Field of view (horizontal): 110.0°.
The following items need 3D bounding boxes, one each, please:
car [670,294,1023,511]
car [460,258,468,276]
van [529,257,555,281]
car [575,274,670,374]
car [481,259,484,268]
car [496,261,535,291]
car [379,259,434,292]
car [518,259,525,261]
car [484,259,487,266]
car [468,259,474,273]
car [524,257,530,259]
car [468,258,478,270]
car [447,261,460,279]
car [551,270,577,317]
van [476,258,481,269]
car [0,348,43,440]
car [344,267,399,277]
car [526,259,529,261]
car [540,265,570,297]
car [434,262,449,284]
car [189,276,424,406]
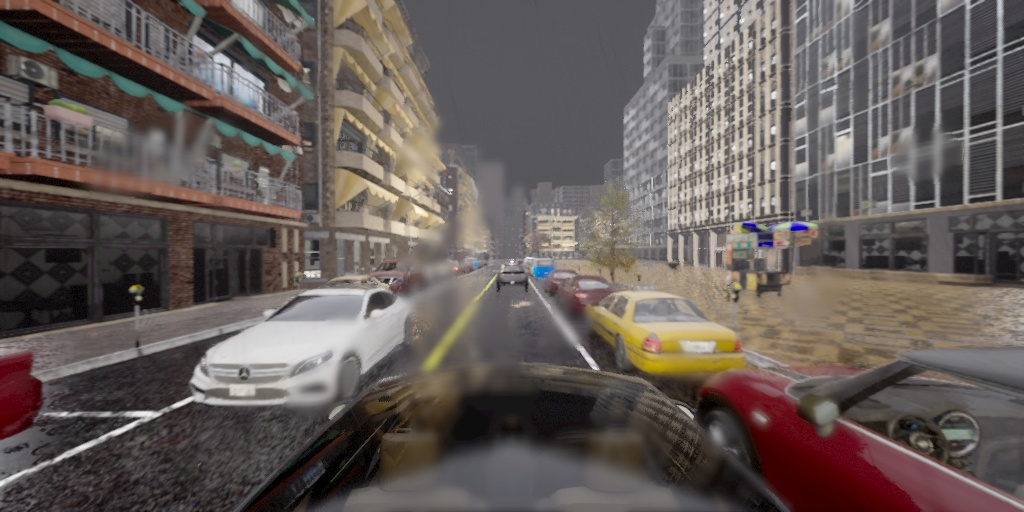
[{"bbox_3d":[2.695,1.182,1.761,1.967,1.591,4.097,0,0,0],"label":"car"},{"bbox_3d":[-5.805,1.209,34.890,1.967,1.591,4.097,0,0,0],"label":"car"},{"bbox_3d":[2.595,1.082,29.394,1.690,1.789,3.998,0,0,0],"label":"van"},{"bbox_3d":[2.674,1.266,7.458,1.751,1.417,4.829,0,0,0],"label":"car"},{"bbox_3d":[-5.886,1.367,56.996,1.802,1.307,4.207,0,0,0],"label":"car"},{"bbox_3d":[0.019,1.241,21.907,2.128,1.511,4.902,0,0,0],"label":"car"},{"bbox_3d":[-5.746,1.080,18.311,2.192,1.841,5.009,0,0,0],"label":"car"},{"bbox_3d":[-0.045,1.246,38.866,2.128,1.511,4.902,0,0,0],"label":"car"},{"bbox_3d":[-5.906,1.373,62.522,1.802,1.307,4.207,0,0,0],"label":"car"},{"bbox_3d":[-5.825,1.338,40.417,1.948,1.339,4.313,0,0,0],"label":"car"},{"bbox_3d":[2.535,1.190,45.974,1.967,1.591,4.097,0,0,0],"label":"car"},{"bbox_3d":[-5.846,1.321,45.944,1.888,1.381,4.507,0,0,0],"label":"car"},{"bbox_3d":[-5.785,1.317,29.365,2.007,1.370,4.403,0,0,0],"label":"car"},{"bbox_3d":[2.655,1.322,12.815,1.802,1.307,4.207,0,0,0],"label":"car"},{"bbox_3d":[-5.866,1.121,51.471,1.690,1.789,3.998,0,0,0],"label":"van"},{"bbox_3d":[-5.685,1.312,1.732,1.888,1.381,4.507,0,0,0],"label":"car"},{"bbox_3d":[-5.725,1.291,12.615,1.751,1.417,4.829,0,0,0],"label":"car"},{"bbox_3d":[2.574,1.269,35.090,1.751,1.417,4.829,0,0,0],"label":"car"},{"bbox_3d":[2.635,1.322,18.341,1.802,1.307,4.207,0,0,0],"label":"car"},{"bbox_3d":[-5.765,1.316,23.838,2.007,1.370,4.403,0,0,0],"label":"car"},{"bbox_3d":[-3.110,1.284,6.459,1.812,1.442,4.674,0,0,0],"label":"car"}]
